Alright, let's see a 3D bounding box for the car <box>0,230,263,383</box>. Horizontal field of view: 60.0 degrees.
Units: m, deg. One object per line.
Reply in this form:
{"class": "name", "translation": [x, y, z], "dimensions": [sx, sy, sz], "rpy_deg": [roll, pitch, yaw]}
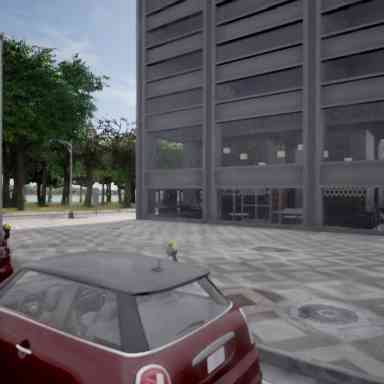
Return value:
{"class": "car", "translation": [-1.375, 1.439, 3.939], "dimensions": [4.097, 1.590, 1.967], "rpy_deg": [0, 0, 35]}
